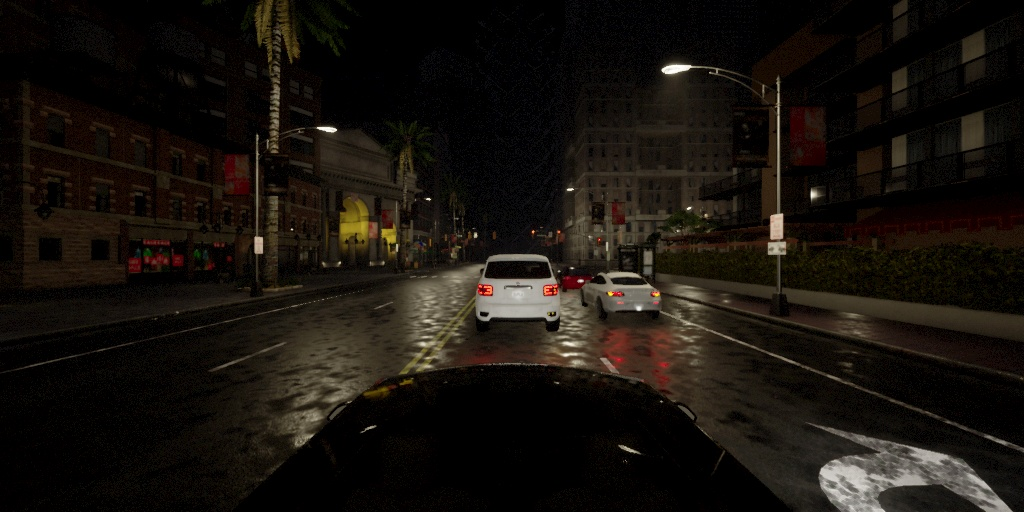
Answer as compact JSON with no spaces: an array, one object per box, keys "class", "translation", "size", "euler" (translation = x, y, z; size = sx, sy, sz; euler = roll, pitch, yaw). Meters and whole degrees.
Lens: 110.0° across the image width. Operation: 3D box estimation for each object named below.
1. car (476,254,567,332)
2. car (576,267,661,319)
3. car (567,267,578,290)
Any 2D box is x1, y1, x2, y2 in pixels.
[{"class":"car","translation":[0.159,0.972,11.043],"size":[2.150,2.045,5.566],"euler":[0,0,0]},{"class":"car","translation":[3.675,1.276,12.672],"size":[1.812,1.442,4.674],"euler":[0,0,0]},{"class":"car","translation":[3.725,1.314,21.321],"size":[1.994,1.385,4.181],"euler":[0,0,0]}]
